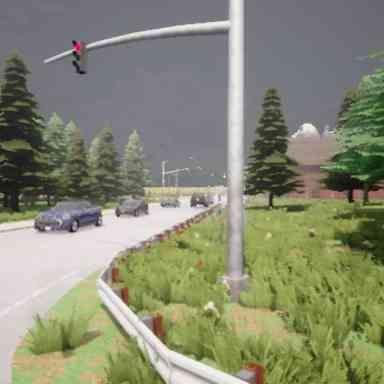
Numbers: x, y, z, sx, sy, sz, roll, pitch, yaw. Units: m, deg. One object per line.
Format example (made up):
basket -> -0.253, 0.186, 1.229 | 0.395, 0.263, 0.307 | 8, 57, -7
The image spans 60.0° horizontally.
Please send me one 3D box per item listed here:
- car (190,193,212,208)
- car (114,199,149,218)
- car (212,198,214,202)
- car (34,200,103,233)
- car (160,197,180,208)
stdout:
car -> 1.098, 1.088, 45.517 | 2.150, 2.045, 5.566 | 0, 0, 8
car -> -5.198, 1.399, 29.320 | 1.837, 1.490, 4.892 | 0, 0, 10
car -> 2.737, 1.378, 57.082 | 2.033, 1.411, 5.357 | 0, 0, 8
car -> -6.991, 1.275, 19.234 | 2.097, 1.767, 4.553 | 0, 0, 10
car -> -2.831, 1.413, 43.973 | 1.994, 1.385, 4.181 | 0, 0, 9
